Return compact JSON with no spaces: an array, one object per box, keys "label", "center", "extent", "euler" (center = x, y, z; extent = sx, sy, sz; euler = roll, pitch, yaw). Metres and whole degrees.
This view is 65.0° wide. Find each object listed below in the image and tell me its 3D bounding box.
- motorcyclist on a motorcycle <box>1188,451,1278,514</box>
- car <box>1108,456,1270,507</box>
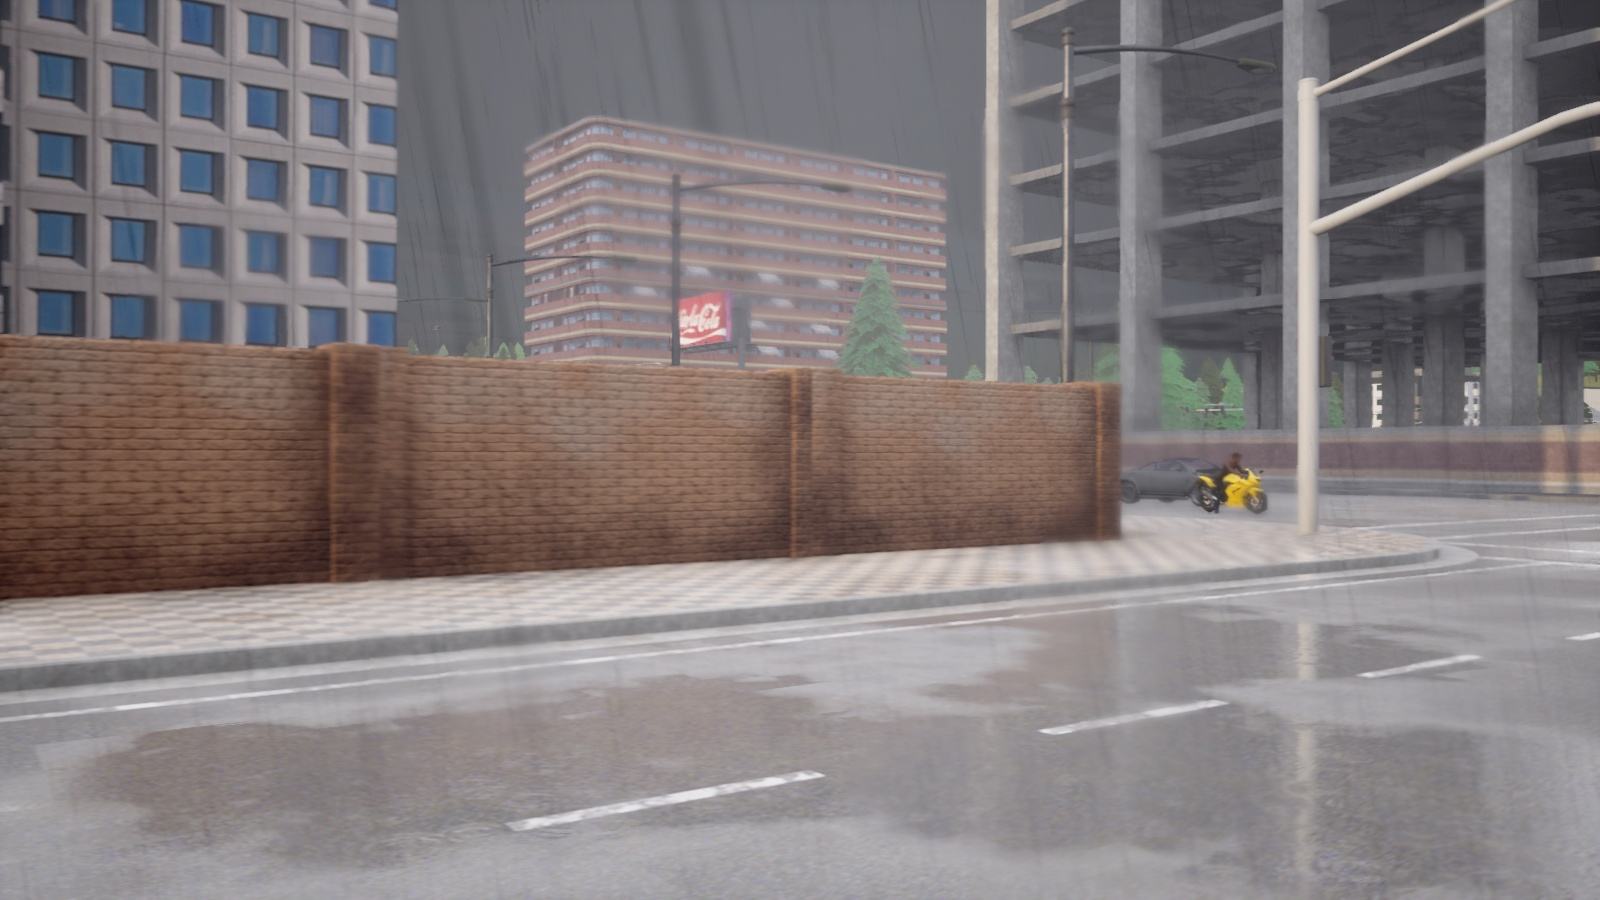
[{"label":"motorcyclist on a motorcycle","center":[10.772,0.781,31.298],"extent":[0.797,1.523,2.044],"euler":[0,0,-34]},{"label":"car","center":[11.300,0.875,36.722],"extent":[1.994,1.385,4.181],"euler":[0,0,-34]}]
